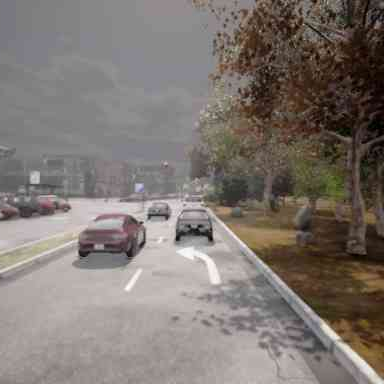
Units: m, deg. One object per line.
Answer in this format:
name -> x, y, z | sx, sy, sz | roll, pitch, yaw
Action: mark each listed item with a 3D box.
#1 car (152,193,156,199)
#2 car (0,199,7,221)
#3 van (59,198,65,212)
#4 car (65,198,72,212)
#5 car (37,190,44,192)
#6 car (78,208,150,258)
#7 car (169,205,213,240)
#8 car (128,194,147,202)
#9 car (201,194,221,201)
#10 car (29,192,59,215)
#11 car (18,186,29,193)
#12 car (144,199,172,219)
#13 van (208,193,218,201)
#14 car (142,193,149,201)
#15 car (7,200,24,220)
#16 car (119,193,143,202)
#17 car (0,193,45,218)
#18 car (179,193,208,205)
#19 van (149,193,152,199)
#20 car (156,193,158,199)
car -> -13.030, 1.613, 89.227 | 4.892, 1.521, 2.231 | -1, -1, -14
car -> -16.962, 1.569, 24.351 | 5.366, 1.575, 1.946 | -1, 0, -20
van -> -16.607, 1.405, 36.488 | 4.442, 1.987, 1.878 | -1, -1, -19
car -> -16.632, 1.522, 39.465 | 4.553, 1.767, 2.185 | -1, 0, -19
car -> -31.177, 0.355, 68.140 | 2.002, 1.452, 4.674 | 6, -3, -19
car -> -2.900, 1.550, 12.704 | 1.812, 1.442, 4.674 | 0, 0, 0
car -> 0.101, 1.590, 17.247 | 2.033, 1.411, 5.357 | 0, 0, 0
car -> -13.722, 1.467, 83.217 | 4.553, 1.767, 2.185 | -1, -1, -14
car -> 4.651, 1.411, 82.841 | 4.553, 1.767, 2.185 | 1, 0, -14
car -> -16.722, 1.365, 33.451 | 5.566, 2.045, 2.435 | -1, -1, -20
car -> -34.171, -0.207, 68.202 | 2.435, 2.045, 5.566 | 6, -3, -19
car -> -2.866, 1.653, 29.788 | 2.033, 1.411, 5.357 | 0, 0, 0
van -> 4.269, 1.302, 79.872 | 4.442, 1.987, 1.878 | 1, 0, -14
car -> -13.814, 1.576, 80.264 | 5.366, 1.575, 1.946 | -1, -1, -15
car -> -16.773, 1.625, 27.417 | 4.674, 1.452, 2.002 | -1, 0, -20
car -> -14.458, 1.608, 77.272 | 4.792, 1.488, 2.163 | -1, 0, -15
car -> -16.794, 1.350, 30.415 | 5.566, 2.045, 2.435 | -1, 0, -20
car -> 0.149, 1.334, 31.549 | 2.150, 2.045, 5.566 | 0, -1, 0
van -> -13.257, 1.374, 86.257 | 4.442, 1.987, 1.878 | -1, -1, -14
car -> -12.657, 1.662, 92.222 | 4.674, 1.452, 2.002 | -1, 0, -13
